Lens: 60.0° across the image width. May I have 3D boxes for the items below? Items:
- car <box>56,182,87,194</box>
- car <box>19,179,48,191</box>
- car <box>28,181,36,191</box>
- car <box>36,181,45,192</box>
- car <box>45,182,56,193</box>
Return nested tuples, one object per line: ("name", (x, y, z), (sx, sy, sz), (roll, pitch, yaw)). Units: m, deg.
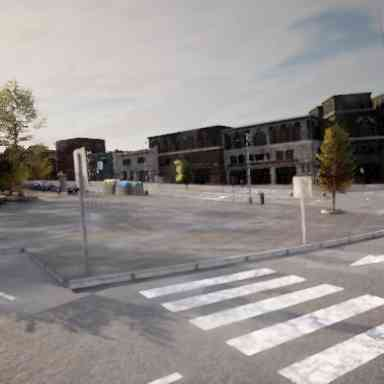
("car", (-18.273, -0.619, 51.885), (2.163, 1.488, 4.792), (1, 6, 17))
("car", (-27.906, -1.272, 58.700), (2.185, 1.767, 4.553), (0, 6, 15))
("car", (-25.461, -1.032, 57.073), (2.097, 1.535, 5.008), (1, 6, 15))
("car", (-23.053, -0.868, 55.376), (2.002, 1.452, 4.674), (0, 6, 16))
("car", (-20.645, -0.782, 53.660), (2.231, 1.521, 4.892), (1, 6, 16))
